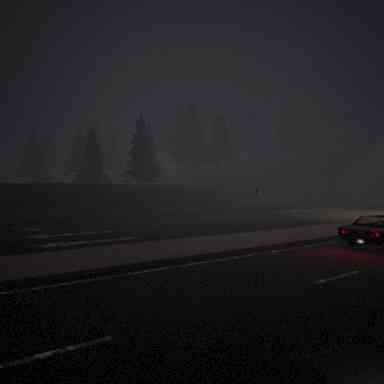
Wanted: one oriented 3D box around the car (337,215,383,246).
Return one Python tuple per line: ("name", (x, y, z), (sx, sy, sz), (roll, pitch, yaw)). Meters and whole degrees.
("car", (8.293, 1.613, 14.084), (4.718, 1.301, 1.895), (0, 0, -36))
